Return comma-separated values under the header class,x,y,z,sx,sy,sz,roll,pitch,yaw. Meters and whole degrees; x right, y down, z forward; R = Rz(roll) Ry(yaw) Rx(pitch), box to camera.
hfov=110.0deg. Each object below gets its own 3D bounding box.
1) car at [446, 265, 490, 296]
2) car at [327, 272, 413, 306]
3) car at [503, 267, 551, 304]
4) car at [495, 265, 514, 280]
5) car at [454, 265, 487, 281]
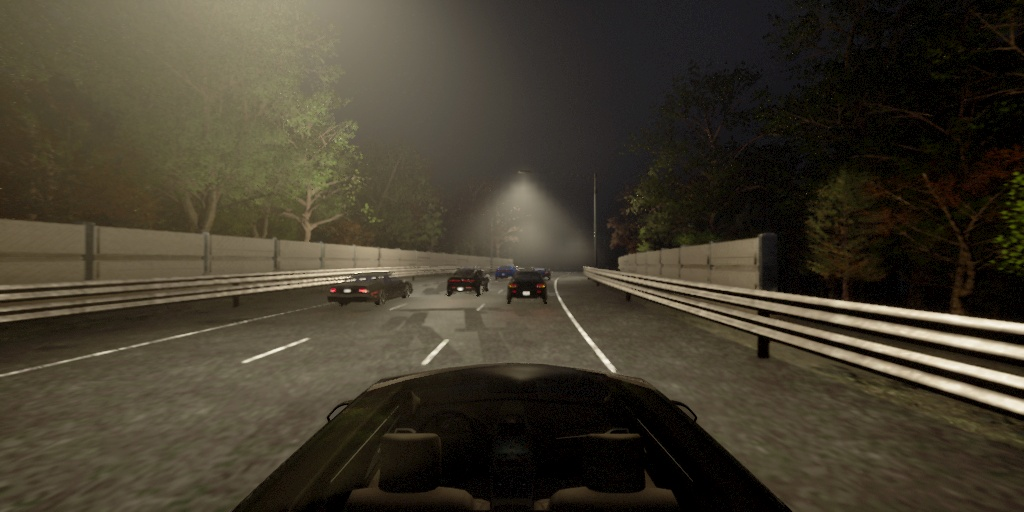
class,x,y,z,sx,sy,sz,roll,pitch,yaw
car,-2.462,1.465,20.953,1.837,1.490,4.892,0,0,5
car,-6.320,1.453,16.654,2.033,1.411,5.357,0,-1,4
car,0.777,1.448,17.593,1.812,1.442,4.674,0,-1,4
car,-0.471,1.727,37.750,1.882,1.535,5.008,0,-1,8
car,-4.165,1.708,36.669,2.128,1.511,4.902,0,-1,8
